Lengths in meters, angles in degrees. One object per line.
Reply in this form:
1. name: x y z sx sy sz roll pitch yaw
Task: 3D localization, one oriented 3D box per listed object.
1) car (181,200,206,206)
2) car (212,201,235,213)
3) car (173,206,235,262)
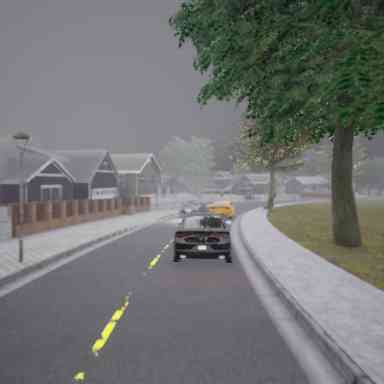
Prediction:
1. car: 0.172 1.534 31.785 2.128 1.511 4.902 0 0 13
2. car: 2.784 1.540 29.967 1.882 1.535 5.008 0 0 11
3. car: 0.437 1.499 12.306 1.882 1.535 5.008 0 0 3
